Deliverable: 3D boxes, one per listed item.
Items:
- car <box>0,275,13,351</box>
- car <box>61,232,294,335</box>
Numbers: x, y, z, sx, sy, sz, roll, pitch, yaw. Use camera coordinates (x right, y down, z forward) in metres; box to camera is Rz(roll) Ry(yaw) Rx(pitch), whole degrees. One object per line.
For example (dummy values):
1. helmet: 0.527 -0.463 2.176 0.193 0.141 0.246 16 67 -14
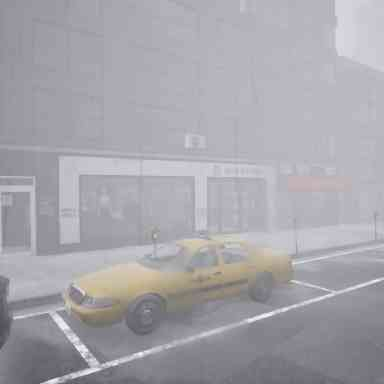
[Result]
1. car: -4.343 1.566 3.566 4.313 1.339 1.947 0 -1 -35
2. car: 0.004 1.524 6.660 4.829 1.417 1.752 0 -1 -35
